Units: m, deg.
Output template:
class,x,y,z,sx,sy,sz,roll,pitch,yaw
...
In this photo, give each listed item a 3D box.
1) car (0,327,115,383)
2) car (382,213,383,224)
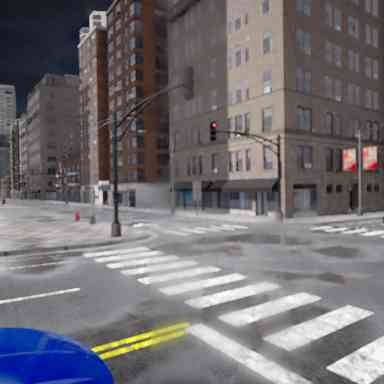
class,x,y,z,sx,sy,sz,roll,pitch,yaw
car,-2.793,1.479,1.454,5.008,1.535,1.882,0,0,-35
car,14.635,1.343,22.098,4.553,1.767,2.097,0,0,-35
